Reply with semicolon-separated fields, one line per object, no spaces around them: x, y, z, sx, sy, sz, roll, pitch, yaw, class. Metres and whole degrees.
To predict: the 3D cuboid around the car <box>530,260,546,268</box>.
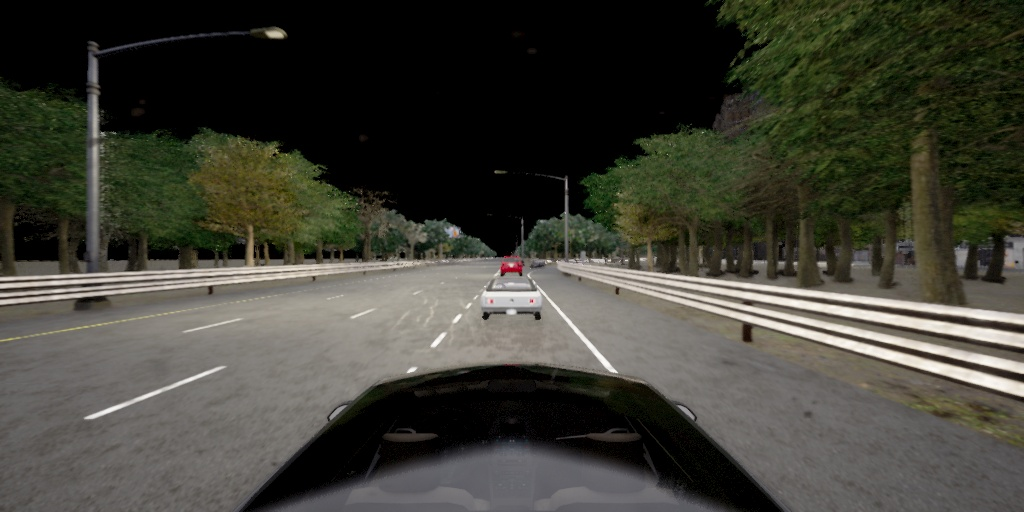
4.622;1.383;62.208;1.812;1.442;4.674;0;0;18;car

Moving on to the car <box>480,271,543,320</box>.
-0.014;1.372;12.798;1.895;1.301;4.718;0;0;0;car

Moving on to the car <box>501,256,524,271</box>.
0.030;1.043;36.765;2.150;2.045;5.566;0;0;2;car
